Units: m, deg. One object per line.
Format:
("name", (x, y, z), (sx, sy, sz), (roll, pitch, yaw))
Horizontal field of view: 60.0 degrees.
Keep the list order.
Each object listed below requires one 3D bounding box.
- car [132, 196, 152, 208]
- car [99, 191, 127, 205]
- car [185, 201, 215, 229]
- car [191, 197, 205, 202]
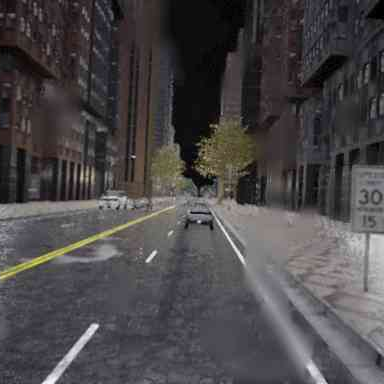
("car", (-5.555, 1.270, 37.508), (1.837, 1.490, 4.892), (3, 0, 2))
("car", (-8.788, 0.840, 37.571), (2.150, 2.045, 5.566), (3, 0, 2))
("car", (0.547, 1.722, 23.606), (2.128, 1.511, 4.902), (3, 0, 2))
("car", (1.229, 1.981, 48.645), (1.837, 1.490, 4.892), (3, 0, 2))
